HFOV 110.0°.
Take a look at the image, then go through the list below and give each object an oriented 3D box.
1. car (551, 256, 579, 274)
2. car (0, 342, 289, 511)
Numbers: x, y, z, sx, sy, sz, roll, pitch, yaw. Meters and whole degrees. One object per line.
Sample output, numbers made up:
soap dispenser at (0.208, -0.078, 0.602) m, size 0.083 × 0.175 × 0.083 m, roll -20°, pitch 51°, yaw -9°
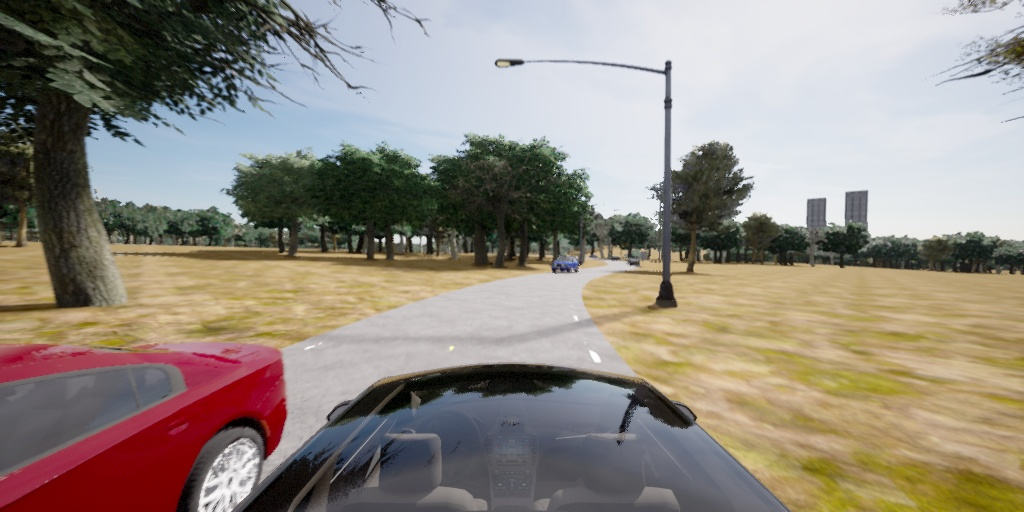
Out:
car at (6.568, 1.045, 43.930) m, size 2.150 × 2.045 × 5.566 m, roll 1°, pitch 0°, yaw 25°
car at (-2.971, 1.211, 1.170) m, size 1.882 × 1.535 × 5.008 m, roll 0°, pitch 0°, yaw 0°
